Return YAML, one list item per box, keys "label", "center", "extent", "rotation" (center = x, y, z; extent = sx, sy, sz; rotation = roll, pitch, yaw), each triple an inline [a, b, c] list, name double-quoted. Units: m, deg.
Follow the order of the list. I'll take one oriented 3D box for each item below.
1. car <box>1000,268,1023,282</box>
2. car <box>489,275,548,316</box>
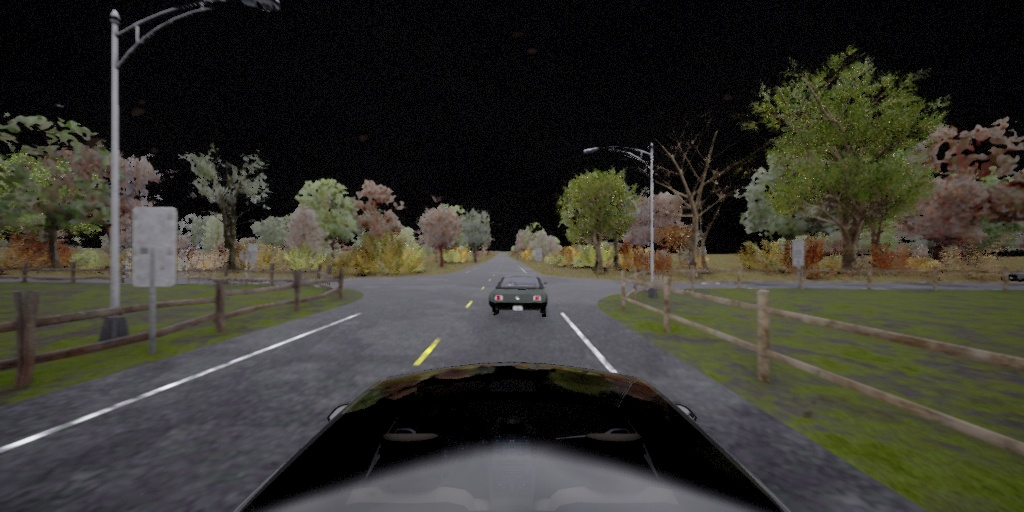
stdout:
- label: "car"
  center: [38.310, 1.335, 25.643]
  extent: [4.892, 1.490, 1.837]
  rotation: [0, 0, 4]
- label: "car"
  center: [0.395, 1.348, 13.457]
  extent: [1.895, 1.301, 4.718]
  rotation: [0, 0, 5]
